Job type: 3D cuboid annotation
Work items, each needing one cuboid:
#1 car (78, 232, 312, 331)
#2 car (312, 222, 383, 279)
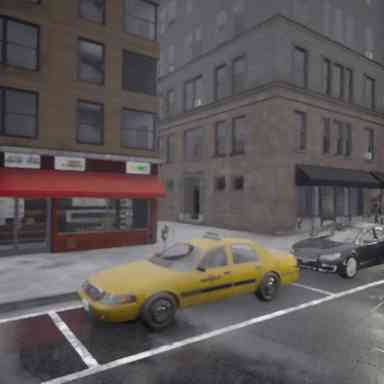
[{"bbox_3d":[0.207,1.557,6.902,4.829,1.417,1.752,1,0,-35],"label":"car"},{"bbox_3d":[4.817,1.627,10.190,4.403,1.369,2.008,1,0,-35],"label":"car"}]
